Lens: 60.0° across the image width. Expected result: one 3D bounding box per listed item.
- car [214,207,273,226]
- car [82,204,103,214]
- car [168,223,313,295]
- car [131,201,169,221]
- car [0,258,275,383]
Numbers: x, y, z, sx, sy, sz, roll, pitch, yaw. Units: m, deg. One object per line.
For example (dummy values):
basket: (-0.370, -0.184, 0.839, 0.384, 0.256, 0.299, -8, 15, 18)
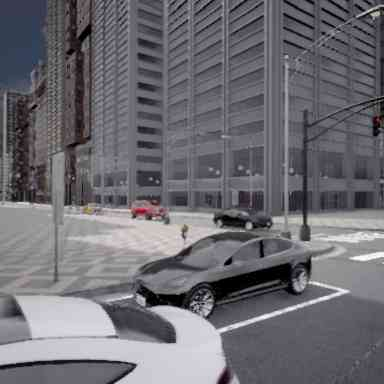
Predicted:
car: (3.618, 1.892, 24.001, 1.882, 1.535, 5.008, 0, -1, -35)
car: (-15.265, 2.567, 50.837, 1.882, 1.535, 5.008, 0, -2, -35)
car: (0.859, 1.591, 7.263, 4.313, 1.339, 1.947, 0, 0, -36)
car: (-4.611, 1.935, 35.638, 2.150, 2.045, 5.566, 0, -2, -35)
car: (-1.753, 1.526, 2.001, 4.674, 1.442, 1.812, 0, 0, -35)
